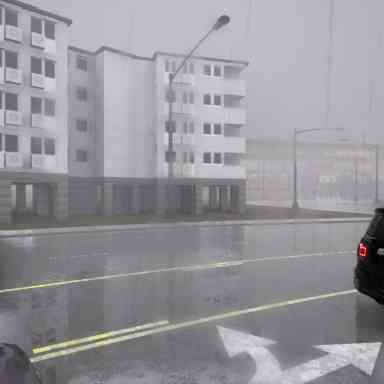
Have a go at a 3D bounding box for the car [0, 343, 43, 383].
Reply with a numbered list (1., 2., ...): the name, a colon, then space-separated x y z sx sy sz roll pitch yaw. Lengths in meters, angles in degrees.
1. car: -3.341 1.547 1.221 5.357 1.411 2.033 0 0 -37

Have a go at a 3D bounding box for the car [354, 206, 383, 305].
1. car: 5.671 1.221 6.277 5.566 2.045 2.150 0 0 -23
